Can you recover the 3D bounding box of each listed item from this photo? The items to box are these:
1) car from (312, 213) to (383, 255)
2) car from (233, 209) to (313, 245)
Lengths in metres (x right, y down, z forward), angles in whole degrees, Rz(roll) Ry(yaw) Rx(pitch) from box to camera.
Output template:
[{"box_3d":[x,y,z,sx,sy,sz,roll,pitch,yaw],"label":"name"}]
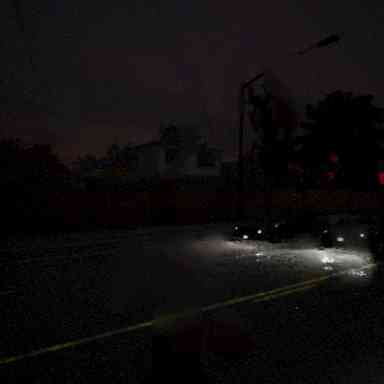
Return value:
[{"box_3d":[7.046,1.548,13.317,4.181,1.385,1.994,0,0,-36],"label":"car"},{"box_3d":[4.453,1.531,15.769,5.357,1.411,2.033,0,0,-35],"label":"car"}]
